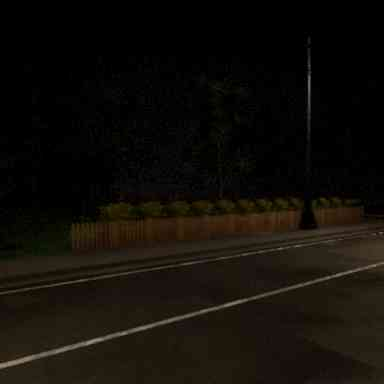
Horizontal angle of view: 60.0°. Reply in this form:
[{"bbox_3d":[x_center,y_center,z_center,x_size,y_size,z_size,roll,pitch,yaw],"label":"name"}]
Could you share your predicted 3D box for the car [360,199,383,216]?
[{"bbox_3d":[15.291,1.326,27.721,2.128,1.511,4.902,0,0,-35],"label":"car"}]
